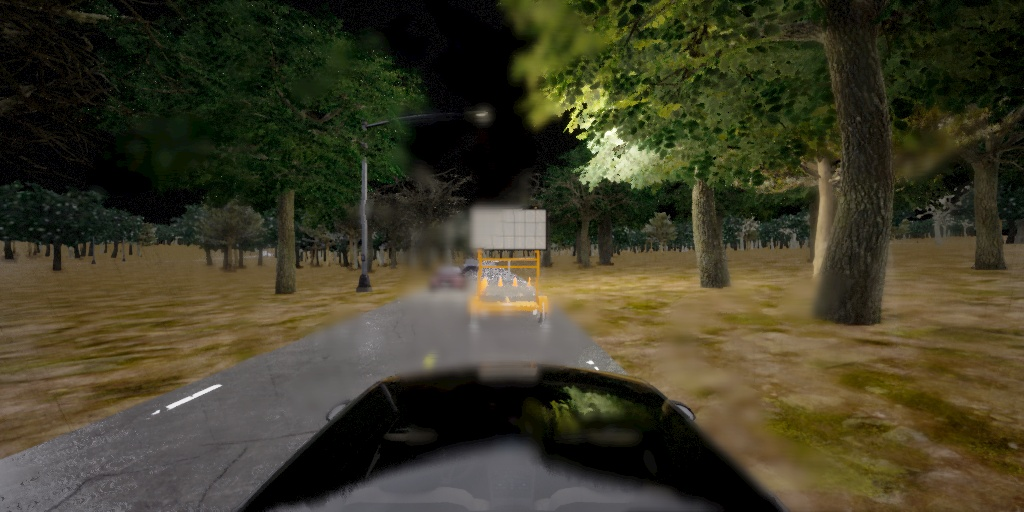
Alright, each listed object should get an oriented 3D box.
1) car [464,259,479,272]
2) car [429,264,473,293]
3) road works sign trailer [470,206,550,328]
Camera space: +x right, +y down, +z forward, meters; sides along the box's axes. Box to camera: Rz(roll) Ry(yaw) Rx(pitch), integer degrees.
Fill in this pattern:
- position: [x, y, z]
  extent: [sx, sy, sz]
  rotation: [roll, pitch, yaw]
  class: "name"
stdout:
- position: [-5.164, 1.217, 46.885]
  extent: [2.097, 1.767, 4.553]
  rotation: [0, 0, -5]
  class: "car"
- position: [-3.559, 1.339, 21.015]
  extent: [1.994, 1.385, 4.181]
  rotation: [0, 0, -3]
  class: "car"
- position: [-0.093, 0.225, 11.424]
  extent: [2.380, 3.560, 2.880]
  rotation: [0, 0, -2]
  class: "road works sign trailer"
